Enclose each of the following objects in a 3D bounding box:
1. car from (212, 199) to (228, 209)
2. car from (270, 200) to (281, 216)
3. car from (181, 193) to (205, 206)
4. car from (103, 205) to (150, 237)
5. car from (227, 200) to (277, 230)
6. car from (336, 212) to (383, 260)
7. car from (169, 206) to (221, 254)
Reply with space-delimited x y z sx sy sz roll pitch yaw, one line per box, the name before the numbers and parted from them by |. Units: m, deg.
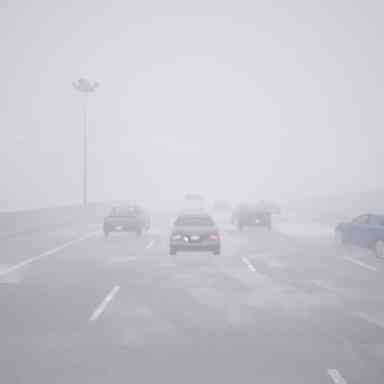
car | 3.603 1.495 40.897 1.994 1.385 4.181 0 0 0
car | 7.103 1.473 31.647 1.812 1.442 4.674 0 0 0
car | 0.103 1.164 34.058 2.150 2.045 5.566 0 0 0
car | -3.399 1.461 17.916 2.128 1.511 4.902 0 0 0
car | 3.603 1.443 20.874 1.882 1.535 5.008 0 0 0
car | 7.101 1.457 12.312 1.882 1.535 5.008 0 0 0
car | 0.100 1.525 13.284 2.033 1.411 5.357 0 0 0
